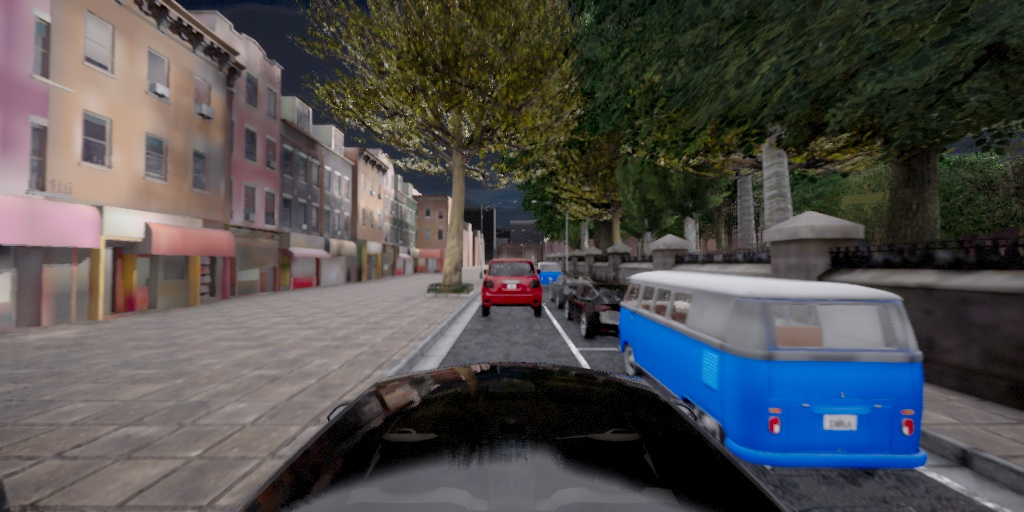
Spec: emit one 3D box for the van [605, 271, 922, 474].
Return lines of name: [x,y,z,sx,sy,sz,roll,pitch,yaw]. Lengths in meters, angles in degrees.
van: [2.637,1.123,4.734,1.690,1.789,3.998,0,0,0]

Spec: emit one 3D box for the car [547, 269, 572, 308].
car: [2.627,1.450,15.632,2.007,1.370,4.403,0,0,0]

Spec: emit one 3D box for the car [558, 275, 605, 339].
car: [2.632,1.406,10.184,1.948,1.339,4.313,0,0,0]

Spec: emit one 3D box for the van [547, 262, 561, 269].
van: [2.617,1.364,26.530,1.690,1.789,3.998,0,0,0]

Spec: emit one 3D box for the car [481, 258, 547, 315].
car: [0.002,1.111,14.432,2.150,2.045,5.566,0,0,0]
